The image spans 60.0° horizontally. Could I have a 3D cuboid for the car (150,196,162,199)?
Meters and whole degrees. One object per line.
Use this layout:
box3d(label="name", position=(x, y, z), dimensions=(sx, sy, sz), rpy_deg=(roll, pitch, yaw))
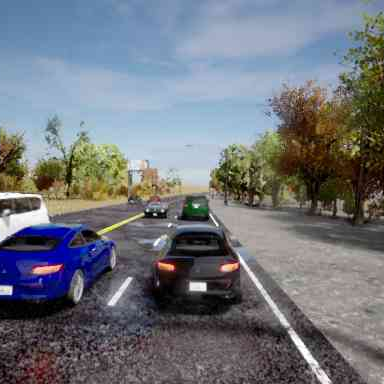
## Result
box3d(label="car", position=(-5.969, 1.314, 53.807), dimensions=(1.882, 1.535, 5.008), rpy_deg=(2, 0, 1))

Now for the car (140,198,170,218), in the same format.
box3d(label="car", position=(-2.927, 1.518, 28.858), dimensions=(1.895, 1.301, 4.718), rpy_deg=(2, 0, 1))

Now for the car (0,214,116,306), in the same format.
box3d(label="car", position=(-3.092, 1.452, 7.777), dimensions=(1.812, 1.442, 4.674), rpy_deg=(2, 0, 0))

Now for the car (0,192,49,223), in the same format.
box3d(label="car", position=(-6.516, 1.041, 10.514), dimensions=(2.150, 2.045, 5.566), rpy_deg=(2, 0, 0))

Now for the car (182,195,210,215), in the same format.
box3d(label="car", position=(0.319, 1.221, 28.066), dimensions=(2.150, 2.045, 5.566), rpy_deg=(1, 0, 0))

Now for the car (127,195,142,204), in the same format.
box3d(label="car", position=(-9.219, 1.251, 53.855), dimensions=(1.837, 1.490, 4.892), rpy_deg=(2, 0, 1))

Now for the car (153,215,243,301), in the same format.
box3d(label="car", position=(0.156, 1.530, 8.240), dimensions=(1.812, 1.442, 4.674), rpy_deg=(0, 0, 1))
